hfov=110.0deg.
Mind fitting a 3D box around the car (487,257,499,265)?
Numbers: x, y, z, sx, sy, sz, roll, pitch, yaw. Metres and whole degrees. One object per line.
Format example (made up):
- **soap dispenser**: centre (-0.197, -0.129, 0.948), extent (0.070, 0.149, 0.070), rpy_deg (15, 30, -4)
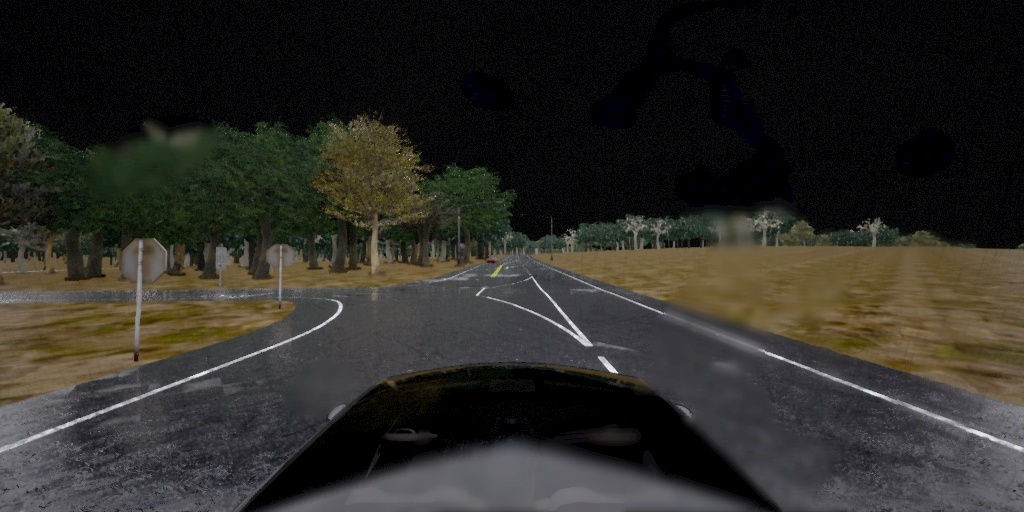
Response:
- **car**: centre (-3.360, 0.854, 63.443), extent (1.895, 1.301, 4.718), rpy_deg (0, 1, 4)
